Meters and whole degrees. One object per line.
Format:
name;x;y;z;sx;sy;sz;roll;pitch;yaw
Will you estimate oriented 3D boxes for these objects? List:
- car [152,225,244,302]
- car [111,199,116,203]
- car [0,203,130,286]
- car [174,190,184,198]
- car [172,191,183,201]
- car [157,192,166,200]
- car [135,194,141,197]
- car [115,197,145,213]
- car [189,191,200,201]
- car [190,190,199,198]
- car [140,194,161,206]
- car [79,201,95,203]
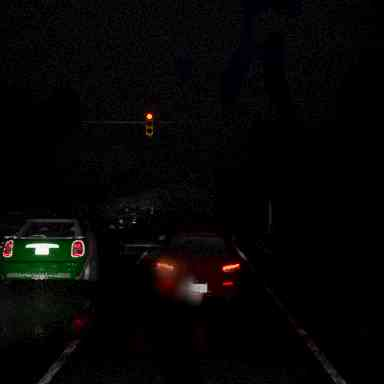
car;0.131;1.526;8.145;1.812;1.442;4.674;0;0;0
car;-10.274;1.601;47.828;1.895;1.301;4.718;0;0;0
car;-3.361;1.352;9.611;2.097;1.767;4.553;0;0;0
car;-2.942;0.510;76.509;2.128;1.511;4.902;0;3;0
car;-2.924;0.985;66.399;1.882;1.535;5.008;0;3;1
car;-6.501;0.863;69.279;1.837;1.490;4.892;0;3;0
car;-10.078;1.180;64.003;2.033;1.411;5.357;0;3;1
car;-6.858;1.601;37.474;1.895;1.301;4.718;0;0;0
car;0.578;0.845;66.640;2.097;1.767;4.553;0;3;0
car;0.561;0.473;76.719;1.837;1.490;4.892;0;3;0
car;-6.716;1.464;53.918;2.128;1.511;4.902;0;1;0
car;-10.398;1.564;32.656;1.994;1.385;4.181;0;0;0
